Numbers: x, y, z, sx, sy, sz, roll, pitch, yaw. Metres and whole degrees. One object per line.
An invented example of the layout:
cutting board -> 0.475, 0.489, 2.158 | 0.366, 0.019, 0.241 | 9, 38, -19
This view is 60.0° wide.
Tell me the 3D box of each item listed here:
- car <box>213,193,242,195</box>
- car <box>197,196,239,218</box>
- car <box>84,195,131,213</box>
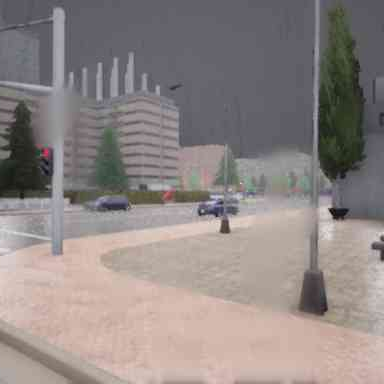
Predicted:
car -> 5.400, 1.270, 50.582 | 1.994, 1.385, 4.181 | 1, 0, 37
car -> 2.214, 1.354, 28.146 | 1.812, 1.442, 4.674 | 1, 0, 36
car -> -8.111, 1.056, 32.120 | 2.097, 1.767, 4.553 | 1, 1, 36
